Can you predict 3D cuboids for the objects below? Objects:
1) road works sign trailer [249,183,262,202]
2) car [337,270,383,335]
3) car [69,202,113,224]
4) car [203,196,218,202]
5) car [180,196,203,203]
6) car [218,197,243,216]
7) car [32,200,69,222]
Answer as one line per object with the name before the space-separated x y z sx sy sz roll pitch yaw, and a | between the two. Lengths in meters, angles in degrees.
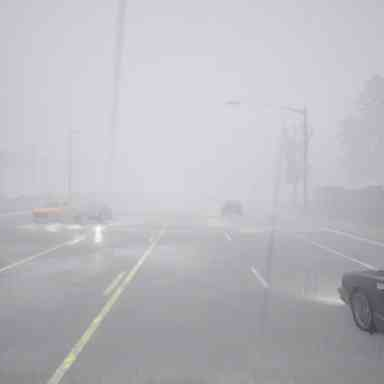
road works sign trailer | 12.830 0.112 65.812 2.880 3.560 2.380 -1 0 -43
car | 3.594 1.539 3.666 2.033 1.411 5.357 0 0 0
car | -7.059 1.451 24.342 1.812 1.442 4.674 0 0 0
car | 3.906 1.367 65.466 1.895 1.301 4.718 -1 0 36
car | -0.343 1.413 65.425 1.895 1.301 4.718 -1 0 34
car | 3.658 1.427 31.074 1.812 1.442 4.674 0 0 2
car | -10.543 1.398 25.789 1.882 1.535 5.008 0 0 1
